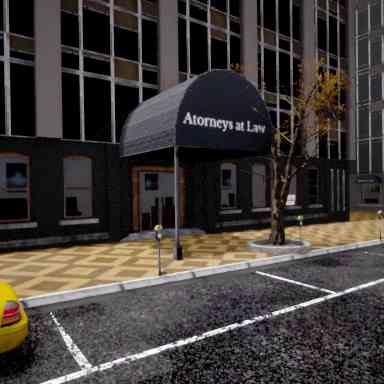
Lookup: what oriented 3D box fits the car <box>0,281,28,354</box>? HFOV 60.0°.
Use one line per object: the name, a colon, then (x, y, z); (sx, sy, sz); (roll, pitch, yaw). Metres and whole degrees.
car: (-4.429, 1.526, 3.438); (4.829, 1.417, 1.752); (0, -1, -35)
